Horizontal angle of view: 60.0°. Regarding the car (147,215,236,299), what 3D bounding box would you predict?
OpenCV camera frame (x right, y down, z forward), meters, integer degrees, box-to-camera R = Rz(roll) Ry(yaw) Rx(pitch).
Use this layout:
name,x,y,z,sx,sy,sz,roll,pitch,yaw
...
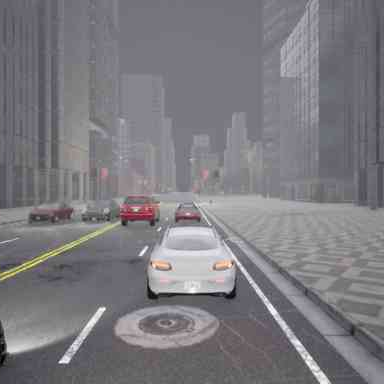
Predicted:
name,x,y,z,sx,sy,sz,roll,pitch,yaw
car,-0.031,1.523,8.318,1.812,1.442,4.674,0,0,-1

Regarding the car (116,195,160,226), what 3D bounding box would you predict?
name,x,y,z,sx,sy,sz,roll,pitch,yaw
car,-3.535,1.213,23.402,2.150,2.045,5.566,0,0,-1

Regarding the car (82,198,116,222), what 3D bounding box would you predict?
name,x,y,z,sx,sy,sz,roll,pitch,yaw
car,-7.030,1.340,26.044,2.097,1.767,4.553,0,0,-1

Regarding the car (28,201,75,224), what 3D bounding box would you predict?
name,x,y,z,sx,sy,sz,roll,pitch,yaw
car,-10.256,1.467,24.564,1.882,1.535,5.008,0,0,-1

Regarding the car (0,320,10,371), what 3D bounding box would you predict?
name,x,y,z,sx,sy,sz,roll,pitch,yaw
car,-3.181,1.563,2.324,1.994,1.385,4.181,0,0,-1

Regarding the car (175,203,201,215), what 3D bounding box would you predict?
name,x,y,z,sx,sy,sz,roll,pitch,yaw
car,-0.332,1.552,26.123,1.994,1.385,4.181,0,0,-1
